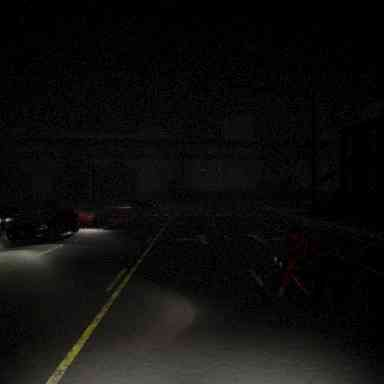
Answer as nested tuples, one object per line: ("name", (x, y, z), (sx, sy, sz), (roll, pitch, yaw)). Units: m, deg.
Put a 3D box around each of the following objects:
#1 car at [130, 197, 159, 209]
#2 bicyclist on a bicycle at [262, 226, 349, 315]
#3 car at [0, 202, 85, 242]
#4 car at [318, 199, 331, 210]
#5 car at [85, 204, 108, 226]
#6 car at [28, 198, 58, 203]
("car", (-6.566, 1.505, 45.438), (1.837, 1.490, 4.892), (0, 0, -45))
("bicyclist on a bicycle", (2.114, 1.455, 6.245), (1.656, 1.620, 0.582), (-2, 0, 0))
("car", (-7.197, 1.478, 16.586), (1.882, 1.535, 5.008), (0, 0, 0))
("car", (17.099, 1.526, 40.144), (4.674, 1.442, 1.812), (0, 0, 0))
("car", (-7.159, 1.568, 23.178), (1.812, 1.442, 4.674), (0, 0, 0))
("car", (-10.659, 1.274, 23.183), (2.097, 1.767, 4.553), (0, 0, 0))
